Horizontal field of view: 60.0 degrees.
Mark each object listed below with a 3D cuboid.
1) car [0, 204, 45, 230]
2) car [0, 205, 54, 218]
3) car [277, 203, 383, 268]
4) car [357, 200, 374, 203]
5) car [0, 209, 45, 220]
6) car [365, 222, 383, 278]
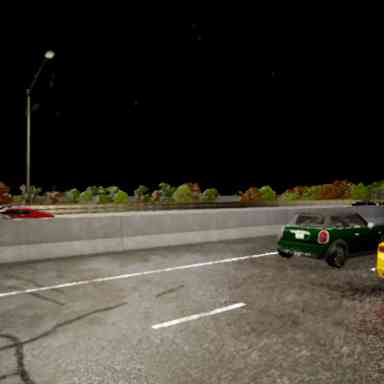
[{"bbox_3d":[-12.092,1.581,21.160,4.674,1.442,1.812,0,0,-36],"label":"car"},{"bbox_3d":[-10.030,1.575,18.332,4.674,1.442,1.812,0,0,-36],"label":"car"},{"bbox_3d":[5.123,1.417,11.724,4.553,1.767,2.097,0,0,-36],"label":"car"},{"bbox_3d":[24.669,1.857,47.396,4.181,1.385,1.994,0,0,-36],"label":"car"},{"bbox_3d":[-9.275,1.636,14.566,4.718,1.301,1.895,0,0,-36],"label":"car"},{"bbox_3d":[6.732,1.534,8.572,5.008,1.535,1.882,0,0,-36],"label":"car"}]
